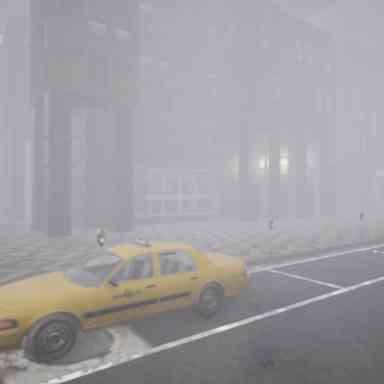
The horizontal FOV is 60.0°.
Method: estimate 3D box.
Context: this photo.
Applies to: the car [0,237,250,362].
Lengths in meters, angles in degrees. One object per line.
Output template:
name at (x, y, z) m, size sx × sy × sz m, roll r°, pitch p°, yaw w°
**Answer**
car at (-1.108, 1.522, 5.859) m, size 4.829 × 1.417 × 1.752 m, roll 0°, pitch 0°, yaw -36°
